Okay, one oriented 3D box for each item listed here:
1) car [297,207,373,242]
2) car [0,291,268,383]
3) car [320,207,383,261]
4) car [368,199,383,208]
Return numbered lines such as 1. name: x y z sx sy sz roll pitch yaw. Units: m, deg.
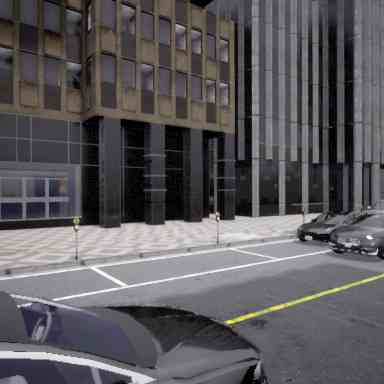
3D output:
1. car: 6.687 1.565 15.285 4.313 1.339 1.947 0 0 -35
2. car: -1.552 1.491 2.205 4.902 1.511 2.128 0 0 -35
3. car: 7.072 1.504 12.286 4.892 1.490 1.837 0 0 -36
4. car: 11.275 1.314 18.559 5.009 1.841 2.192 0 0 -35
